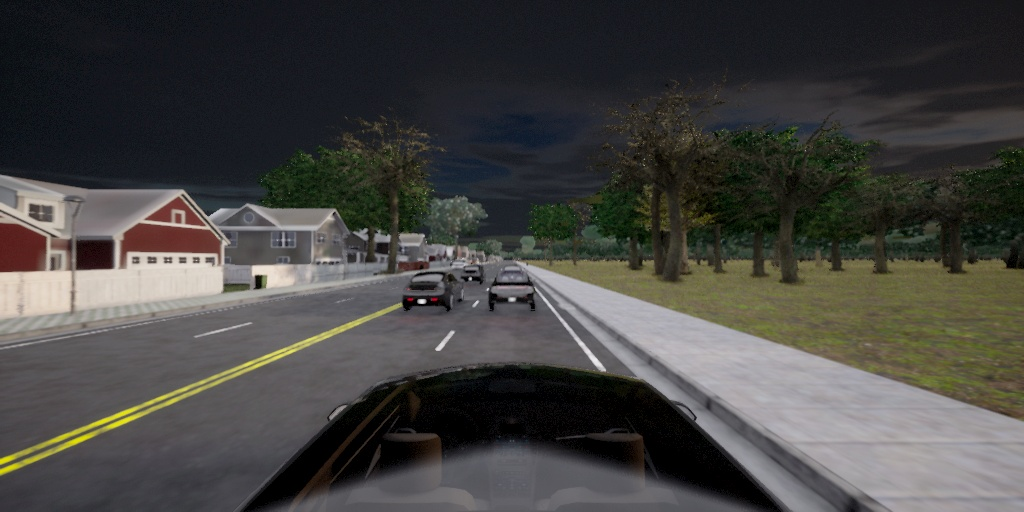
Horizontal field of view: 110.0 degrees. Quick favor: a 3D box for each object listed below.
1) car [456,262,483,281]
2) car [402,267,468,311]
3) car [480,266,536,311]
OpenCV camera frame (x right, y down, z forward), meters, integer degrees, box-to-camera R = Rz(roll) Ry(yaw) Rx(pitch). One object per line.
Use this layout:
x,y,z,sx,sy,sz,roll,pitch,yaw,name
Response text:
-3.229,1.542,30.347,1.837,1.490,4.892,0,0,0,car
-3.230,1.393,15.349,1.837,1.490,4.892,0,0,0,car
0.020,1.379,15.354,2.128,1.511,4.902,0,0,0,car
